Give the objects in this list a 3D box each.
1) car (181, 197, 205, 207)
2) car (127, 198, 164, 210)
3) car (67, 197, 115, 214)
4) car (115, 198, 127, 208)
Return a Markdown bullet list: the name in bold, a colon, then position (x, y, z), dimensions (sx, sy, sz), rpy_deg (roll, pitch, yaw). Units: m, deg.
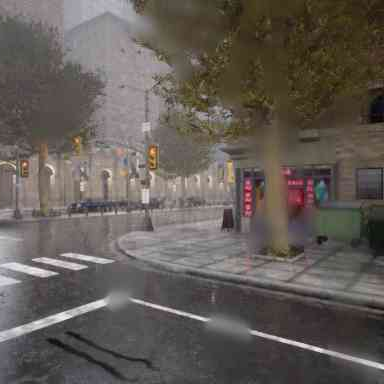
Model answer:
- **car**: position (0.183, 1.505, 50.778), dimensions (1.837, 1.490, 4.892), rpy_deg (0, 0, 36)
- **car**: position (-5.639, 1.505, 42.739), dimensions (1.837, 1.490, 4.892), rpy_deg (0, 0, 36)
- **car**: position (-10.931, 1.352, 35.423), dimensions (2.097, 1.767, 4.553), rpy_deg (0, 0, 36)
- **car**: position (-10.121, 1.595, 47.893), dimensions (1.895, 1.301, 4.718), rpy_deg (0, 0, 36)
